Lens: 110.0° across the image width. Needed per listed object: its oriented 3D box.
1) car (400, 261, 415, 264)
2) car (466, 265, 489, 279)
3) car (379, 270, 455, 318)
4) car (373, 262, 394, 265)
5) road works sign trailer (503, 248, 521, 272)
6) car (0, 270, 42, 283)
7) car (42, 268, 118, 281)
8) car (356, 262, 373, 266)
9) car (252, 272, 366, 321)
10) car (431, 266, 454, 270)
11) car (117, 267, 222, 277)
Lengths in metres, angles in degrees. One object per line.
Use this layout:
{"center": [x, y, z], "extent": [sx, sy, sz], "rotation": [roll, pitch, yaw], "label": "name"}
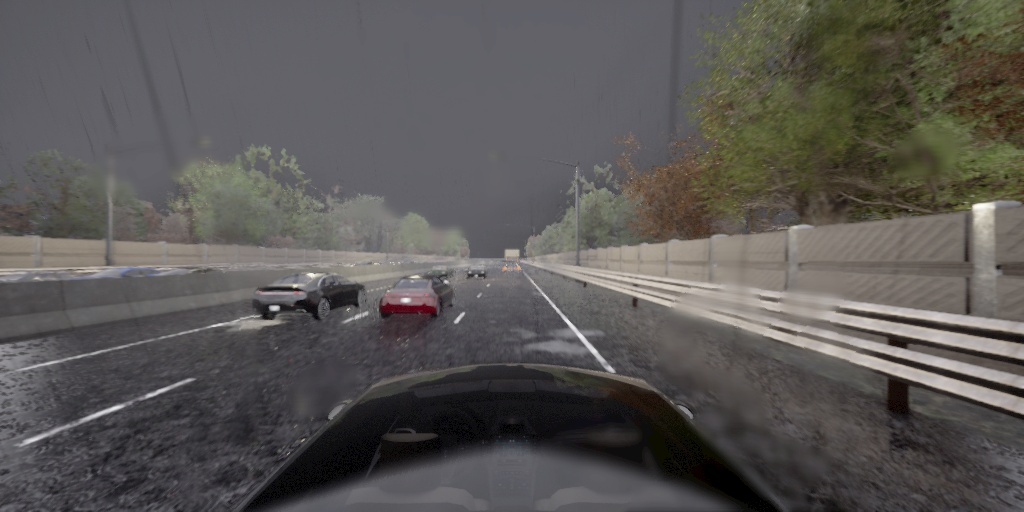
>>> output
{"center": [-17.510, 1.550, 60.007], "extent": [2.097, 1.767, 4.553], "rotation": [0, -1, 0], "label": "car"}
{"center": [-3.398, 1.602, 36.282], "extent": [1.895, 1.301, 4.718], "rotation": [0, 0, 0], "label": "car"}
{"center": [-3.401, 1.397, 13.494], "extent": [1.994, 1.385, 4.181], "rotation": [0, 0, 0], "label": "car"}
{"center": [-21.004, 1.749, 60.452], "extent": [2.033, 1.411, 5.357], "rotation": [0, 0, 0], "label": "car"}
{"center": [0.004, 0.616, 54.941], "extent": [2.380, 3.560, 2.880], "rotation": [0, 0, 0], "label": "road works sign trailer"}
{"center": [-24.597, 1.417, 18.663], "extent": [2.033, 1.411, 5.357], "rotation": [0, 0, 0], "label": "car"}
{"center": [-21.093, 1.353, 19.420], "extent": [1.882, 1.535, 5.008], "rotation": [0, -1, 0], "label": "car"}
{"center": [-24.512, 1.710, 60.023], "extent": [1.837, 1.490, 4.892], "rotation": [0, 0, 0], "label": "car"}
{"center": [-6.900, 1.320, 12.850], "extent": [2.128, 1.511, 4.902], "rotation": [0, 0, 0], "label": "car"}
{"center": [-6.898, 1.594, 35.288], "extent": [1.895, 1.301, 4.718], "rotation": [0, 0, 0], "label": "car"}
{"center": [-17.593, 1.382, 19.346], "extent": [1.837, 1.490, 4.892], "rotation": [0, -1, 0], "label": "car"}
